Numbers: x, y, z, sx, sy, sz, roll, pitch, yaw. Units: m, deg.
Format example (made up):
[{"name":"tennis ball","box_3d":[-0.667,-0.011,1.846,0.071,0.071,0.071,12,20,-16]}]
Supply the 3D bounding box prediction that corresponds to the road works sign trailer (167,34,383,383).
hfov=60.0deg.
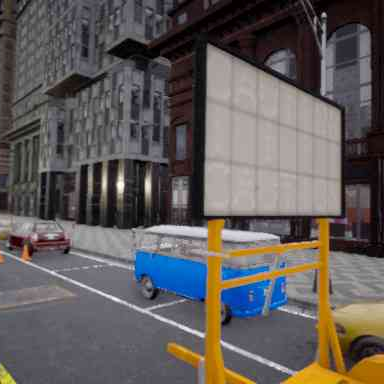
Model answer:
[{"name":"road works sign trailer","box_3d":[0.723,0.652,3.275,2.380,3.560,2.880,4,-4,-43]}]

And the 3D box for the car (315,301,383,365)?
[{"name":"car","box_3d":[3.933,1.808,3.805,1.752,1.417,4.829,4,-4,-43]}]

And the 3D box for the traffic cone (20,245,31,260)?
[{"name":"traffic cone","box_3d":[-6.928,2.499,13.870,0.340,0.580,0.340,4,-4,-43]}]

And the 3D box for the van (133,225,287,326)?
[{"name":"van","box_3d":[0.203,1.739,7.804,1.690,1.788,3.998,4,-4,-43]}]

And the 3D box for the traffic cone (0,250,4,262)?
[{"name":"traffic cone","box_3d":[-7.659,2.451,13.189,0.340,0.580,0.340,4,-4,-43]}]

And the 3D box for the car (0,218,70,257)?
[{"name":"car","box_3d":[-7.499,2.076,16.029,1.967,1.590,4.097,4,-4,-43]}]
